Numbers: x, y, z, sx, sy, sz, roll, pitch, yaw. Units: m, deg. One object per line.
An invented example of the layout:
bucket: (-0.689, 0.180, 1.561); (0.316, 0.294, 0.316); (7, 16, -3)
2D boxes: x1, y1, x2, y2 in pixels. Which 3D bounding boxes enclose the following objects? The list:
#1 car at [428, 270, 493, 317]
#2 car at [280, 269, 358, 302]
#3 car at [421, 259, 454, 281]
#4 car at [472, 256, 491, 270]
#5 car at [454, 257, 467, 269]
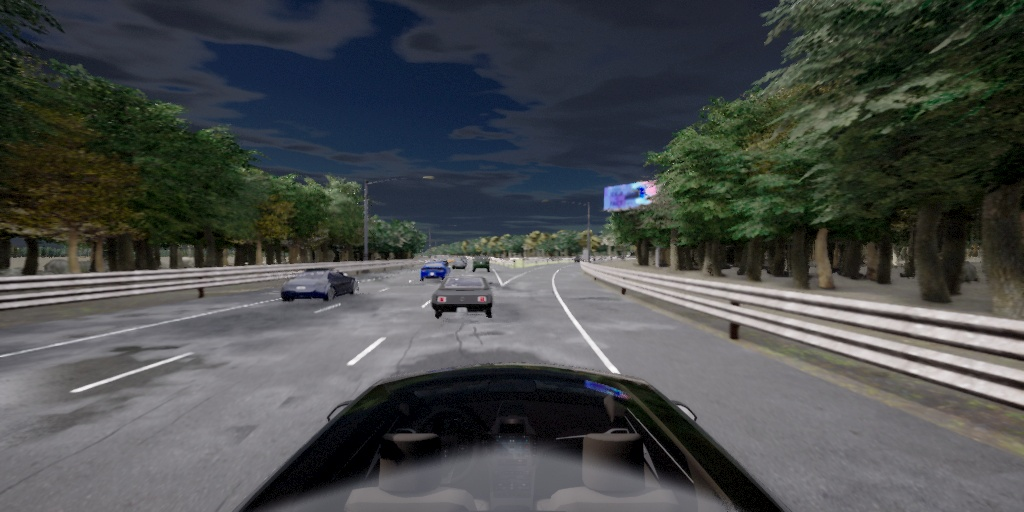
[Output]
car: (-1.650, 1.341, 13.052); (1.895, 1.301, 4.718); (0, 0, -4)
car: (-8.814, 1.283, 16.756); (1.994, 1.385, 4.181); (0, 0, -4)
car: (-6.138, 1.199, 29.187); (1.882, 1.535, 5.008); (0, 0, -4)
car: (-4.013, 0.971, 47.014); (2.150, 2.045, 5.566); (0, 0, -5)
car: (-8.166, 1.328, 55.691); (1.994, 1.385, 4.181); (0, 0, -5)
